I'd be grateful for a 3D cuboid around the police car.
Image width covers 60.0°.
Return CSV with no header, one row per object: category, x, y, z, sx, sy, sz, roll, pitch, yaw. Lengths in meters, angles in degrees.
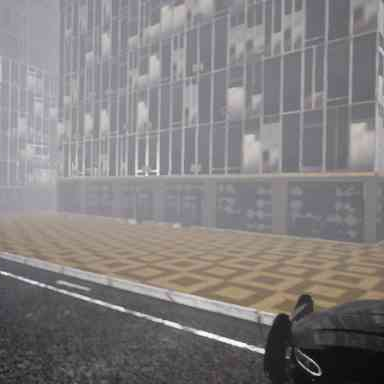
police car,3.167,1.453,2.478,5.238,1.638,1.930,0,-1,35
